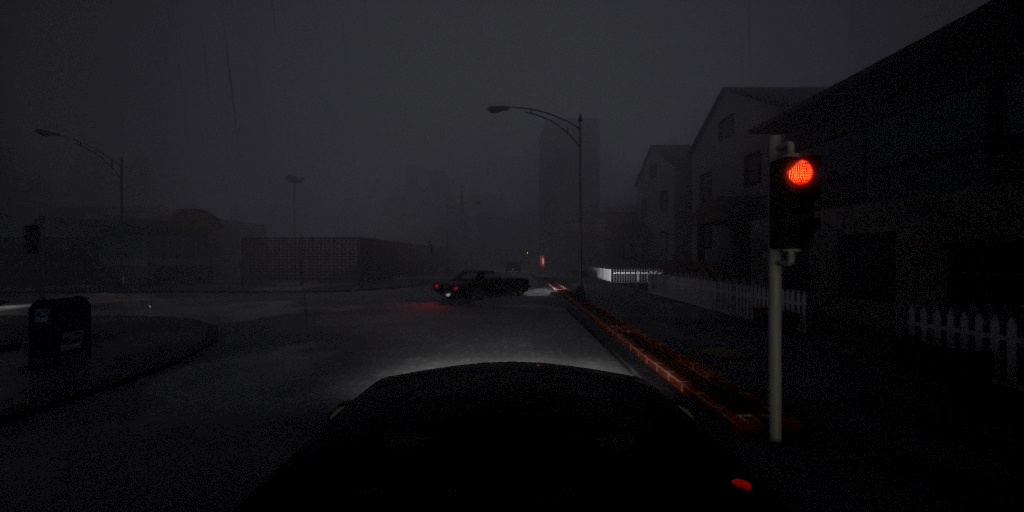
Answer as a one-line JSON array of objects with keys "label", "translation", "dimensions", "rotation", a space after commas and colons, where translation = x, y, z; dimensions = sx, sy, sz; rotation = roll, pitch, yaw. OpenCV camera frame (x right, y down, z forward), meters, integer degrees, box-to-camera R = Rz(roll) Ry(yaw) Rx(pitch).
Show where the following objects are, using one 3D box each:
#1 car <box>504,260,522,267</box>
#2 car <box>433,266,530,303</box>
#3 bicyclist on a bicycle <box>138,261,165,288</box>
[{"label": "car", "translation": [0.133, 1.254, 44.367], "dimensions": [1.837, 1.490, 4.892], "rotation": [0, 0, 0]}, {"label": "car", "translation": [-1.258, 1.351, 16.880], "dimensions": [1.895, 1.301, 4.718], "rotation": [0, 0, 42]}, {"label": "bicyclist on a bicycle", "translation": [-21.728, 1.099, 21.633], "dimensions": [0.582, 1.620, 1.656], "rotation": [0, 0, 0]}]
